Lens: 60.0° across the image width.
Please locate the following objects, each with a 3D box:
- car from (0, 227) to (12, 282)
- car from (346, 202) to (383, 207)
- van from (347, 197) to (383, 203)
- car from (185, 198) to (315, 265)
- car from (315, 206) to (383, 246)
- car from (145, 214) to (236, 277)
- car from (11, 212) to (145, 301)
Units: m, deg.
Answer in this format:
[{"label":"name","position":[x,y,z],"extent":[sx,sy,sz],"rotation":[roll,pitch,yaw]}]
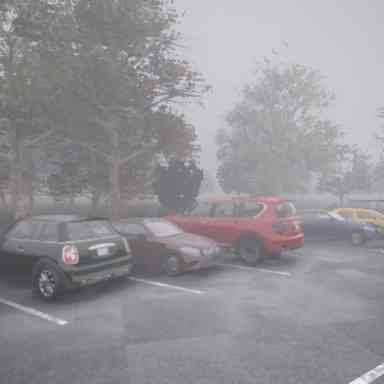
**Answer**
[{"label":"car","position":[-6.149,1.486,6.831],"extent":[4.892,1.521,2.231],"rotation":[-1,-1,34]},{"label":"car","position":[8.643,1.492,16.886],"extent":[5.366,1.575,1.946],"rotation":[-1,-1,36]},{"label":"van","position":[11.049,1.275,18.591],"extent":[4.442,1.987,1.878],"rotation":[-1,-1,36]},{"label":"car","position":[1.114,1.236,11.968],"extent":[5.566,2.045,2.435],"rotation":[-1,-1,35]},{"label":"car","position":[6.034,1.533,15.324],"extent":[4.674,1.452,2.002],"rotation":[-1,-1,35]},{"label":"car","position":[-1.294,1.526,10.256],"extent":[4.674,1.452,2.002],"rotation":[-1,-1,35]},{"label":"car","position":[-3.701,1.359,8.520],"extent":[4.553,1.767,2.185],"rotation":[-1,0,35]}]
